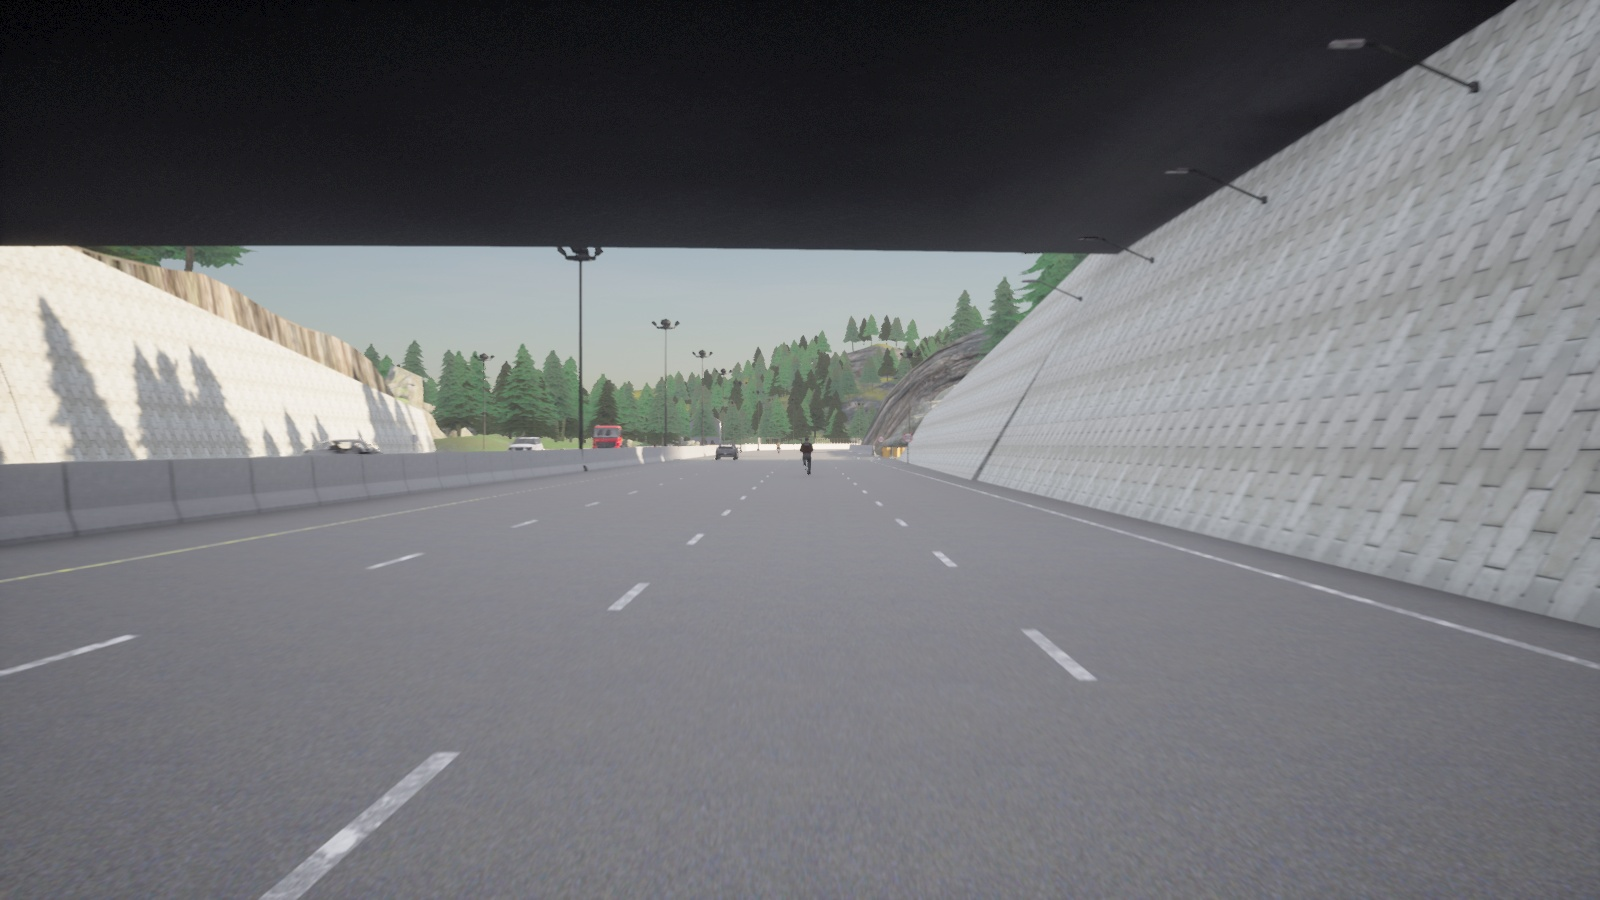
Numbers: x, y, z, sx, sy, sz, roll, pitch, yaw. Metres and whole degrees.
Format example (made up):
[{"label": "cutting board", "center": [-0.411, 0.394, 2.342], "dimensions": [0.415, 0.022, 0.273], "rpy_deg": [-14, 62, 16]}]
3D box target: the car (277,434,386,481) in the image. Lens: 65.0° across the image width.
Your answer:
[{"label": "car", "center": [-17.241, 0.254, 46.540], "dimensions": [2.152, 1.651, 5.027], "rpy_deg": [0, 0, 0]}]
